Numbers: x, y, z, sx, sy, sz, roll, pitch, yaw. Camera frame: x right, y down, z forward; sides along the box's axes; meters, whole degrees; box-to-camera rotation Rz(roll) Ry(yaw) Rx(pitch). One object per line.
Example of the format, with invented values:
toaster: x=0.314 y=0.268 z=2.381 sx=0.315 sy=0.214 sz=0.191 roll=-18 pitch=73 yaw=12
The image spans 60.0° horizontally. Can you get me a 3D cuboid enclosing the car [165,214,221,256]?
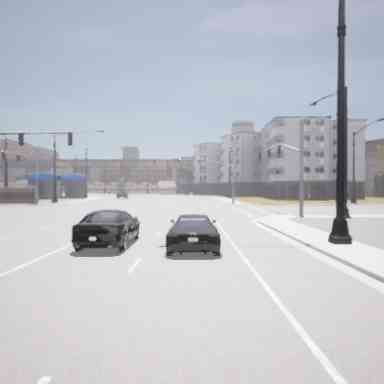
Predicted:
car: x=0.055 y=1.556 z=13.147 sx=1.994 sy=1.385 sz=4.181 roll=0 pitch=0 yaw=0

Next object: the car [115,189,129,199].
car: x=-14.254 y=0.437 z=68.490 sx=2.150 sy=2.045 sz=5.566 roll=0 pitch=1 yaw=-11

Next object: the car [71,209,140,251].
car: x=-3.439 y=1.464 z=14.048 sx=1.882 sy=1.535 sz=5.008 roll=0 pitch=0 yaw=0
